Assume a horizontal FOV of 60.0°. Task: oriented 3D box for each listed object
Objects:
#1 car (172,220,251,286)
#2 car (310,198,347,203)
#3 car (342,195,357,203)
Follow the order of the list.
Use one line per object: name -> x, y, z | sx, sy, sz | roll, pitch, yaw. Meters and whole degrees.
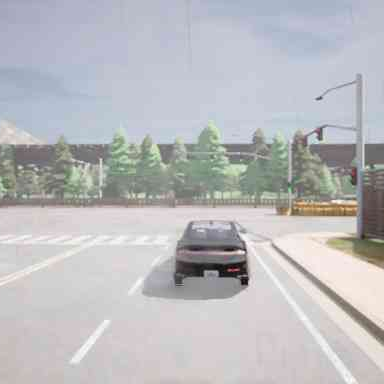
car -> 0.565, 1.542, 9.550 | 2.128, 1.511, 4.902 | 0, 0, 4
car -> 14.384, 1.691, 37.764 | 4.902, 1.511, 2.128 | 0, 0, 1
car -> 19.652, 1.442, 41.170 | 5.566, 2.045, 2.150 | 0, 0, 1
